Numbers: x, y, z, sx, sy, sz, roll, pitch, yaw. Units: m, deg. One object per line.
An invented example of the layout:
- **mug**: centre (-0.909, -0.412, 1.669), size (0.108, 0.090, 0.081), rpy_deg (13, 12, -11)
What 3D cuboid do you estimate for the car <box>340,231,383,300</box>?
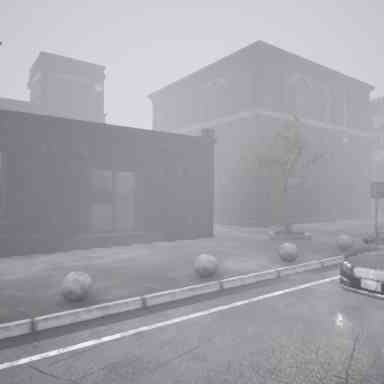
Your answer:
- **car**: centre (5.371, 1.494, 7.697), size (4.902, 1.511, 2.128), rpy_deg (0, 0, -35)
